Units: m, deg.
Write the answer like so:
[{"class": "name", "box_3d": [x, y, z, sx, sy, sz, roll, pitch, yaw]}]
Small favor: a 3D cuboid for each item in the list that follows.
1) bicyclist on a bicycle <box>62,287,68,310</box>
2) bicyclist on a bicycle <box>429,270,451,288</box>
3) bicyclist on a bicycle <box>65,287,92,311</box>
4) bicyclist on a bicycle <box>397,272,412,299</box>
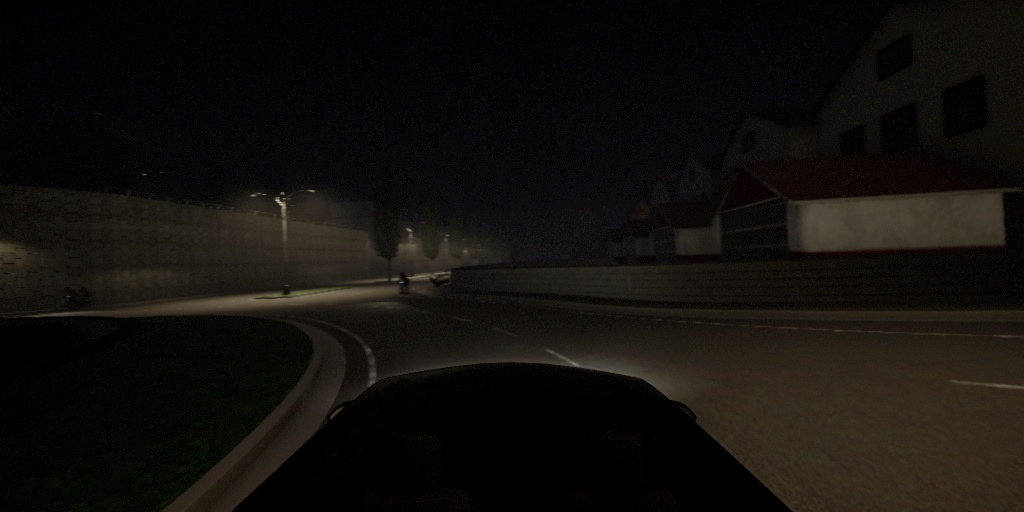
[{"class": "bicyclist on a bicycle", "box_3d": [-30.626, 2.934, 24.879, 0.582, 1.620, 1.656, -3, 8, -25]}, {"class": "bicyclist on a bicycle", "box_3d": [-5.359, 1.846, 26.853, 1.620, 1.656, 0.582, 1, 11, -14]}, {"class": "bicyclist on a bicycle", "box_3d": [-30.071, 2.947, 25.164, 0.582, 1.620, 1.656, 7, 1, -23]}, {"class": "bicyclist on a bicycle", "box_3d": [-6.651, 1.822, 22.132, 0.582, 1.620, 1.656, -4, -3, 15]}]
